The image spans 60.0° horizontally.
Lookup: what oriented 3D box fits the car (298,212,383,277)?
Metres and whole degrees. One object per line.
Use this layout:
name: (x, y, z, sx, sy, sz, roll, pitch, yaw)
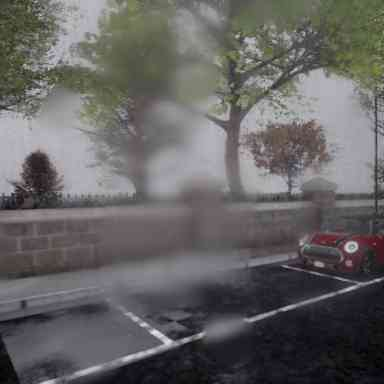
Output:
car: (5.079, 1.435, 10.180, 4.097, 1.590, 1.967, 0, 0, -35)
